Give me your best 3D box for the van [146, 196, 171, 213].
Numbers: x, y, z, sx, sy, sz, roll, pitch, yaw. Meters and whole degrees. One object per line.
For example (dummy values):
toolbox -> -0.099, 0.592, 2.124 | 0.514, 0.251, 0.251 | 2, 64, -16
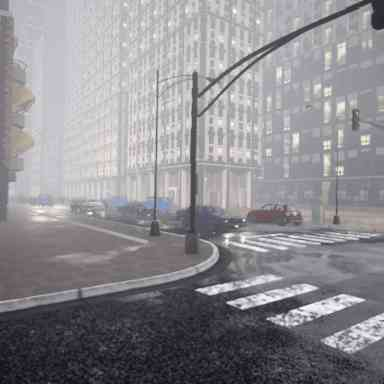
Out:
van -> -3.957, 1.410, 37.743 | 1.690, 1.788, 3.998 | 2, -1, -35

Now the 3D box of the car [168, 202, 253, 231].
car -> 0.963, 1.518, 20.712 | 2.033, 1.411, 5.357 | 1, -1, -36

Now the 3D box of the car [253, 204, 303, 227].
car -> 5.804, 1.534, 23.890 | 1.967, 1.590, 4.097 | 2, -1, -35

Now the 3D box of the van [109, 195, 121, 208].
van -> -10.465, 1.396, 46.977 | 1.690, 1.788, 3.998 | 2, -1, -35

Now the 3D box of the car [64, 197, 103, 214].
car -> -10.809, 1.442, 32.914 | 2.008, 1.369, 4.403 | 2, -1, -35

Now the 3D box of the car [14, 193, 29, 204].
car -> -30.330, 1.170, 60.618 | 2.192, 1.841, 5.009 | 2, -1, -35

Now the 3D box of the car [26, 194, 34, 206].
car -> -23.826, 1.447, 51.381 | 1.802, 1.307, 4.206 | 2, -1, -35

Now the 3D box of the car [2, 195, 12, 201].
car -> -46.509, 1.380, 83.564 | 1.752, 1.417, 4.829 | 2, -1, -35

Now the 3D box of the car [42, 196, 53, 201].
car -> -36.503, 1.598, 83.910 | 1.802, 1.307, 4.206 | 2, -1, -35

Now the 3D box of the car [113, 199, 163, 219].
car -> -4.782, 1.557, 28.860 | 1.895, 1.301, 4.718 | 1, -1, -35

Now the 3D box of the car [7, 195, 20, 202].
car -> -40.096, 1.393, 74.467 | 2.008, 1.369, 4.403 | 2, -1, -35

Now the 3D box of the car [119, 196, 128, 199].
car -> -7.215, 1.613, 42.357 | 2.008, 1.369, 4.403 | 2, -1, -35

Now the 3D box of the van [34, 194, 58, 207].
van -> -20.568, 1.212, 46.767 | 1.690, 1.788, 3.998 | 2, -1, -35

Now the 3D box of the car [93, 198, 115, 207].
car -> -13.724, 1.615, 51.591 | 1.947, 1.339, 4.313 | 2, -1, -35

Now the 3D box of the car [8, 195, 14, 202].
car -> -36.843, 1.412, 69.850 | 1.947, 1.339, 4.313 | 2, -1, -35

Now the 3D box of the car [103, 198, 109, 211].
car -> -11.712, 1.466, 38.713 | 1.812, 1.442, 4.674 | 1, -1, -35

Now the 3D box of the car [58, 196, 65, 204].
car -> -24.064, 1.458, 61.768 | 1.882, 1.535, 5.008 | 1, -1, -35
